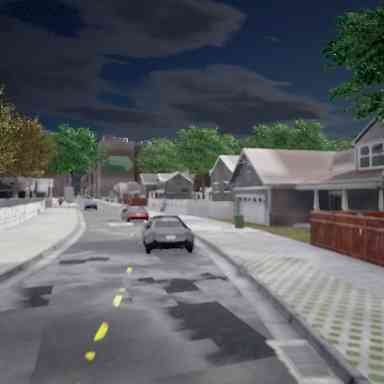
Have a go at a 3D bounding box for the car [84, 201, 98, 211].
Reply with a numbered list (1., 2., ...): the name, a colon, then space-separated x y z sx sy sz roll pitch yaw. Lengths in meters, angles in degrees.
1. car: -15.048 2.054 49.369 1.895 1.301 4.718 0 -1 -19

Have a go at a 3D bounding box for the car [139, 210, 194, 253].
1. car: -1.144 1.700 14.510 1.994 1.385 4.181 0 0 -10

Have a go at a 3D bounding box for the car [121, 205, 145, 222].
1. car: -5.060 1.834 29.231 1.994 1.385 4.181 0 0 -19
